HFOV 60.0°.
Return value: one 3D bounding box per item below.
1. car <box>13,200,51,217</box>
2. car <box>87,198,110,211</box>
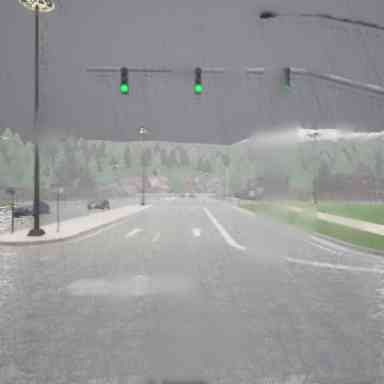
[{"bbox_3d":[-15.074,1.520,31.649,1.812,1.442,4.674,0,0,0],"label":"car"},{"bbox_3d":[-11.538,1.486,41.261,2.128,1.511,4.902,0,0,1],"label":"car"}]
